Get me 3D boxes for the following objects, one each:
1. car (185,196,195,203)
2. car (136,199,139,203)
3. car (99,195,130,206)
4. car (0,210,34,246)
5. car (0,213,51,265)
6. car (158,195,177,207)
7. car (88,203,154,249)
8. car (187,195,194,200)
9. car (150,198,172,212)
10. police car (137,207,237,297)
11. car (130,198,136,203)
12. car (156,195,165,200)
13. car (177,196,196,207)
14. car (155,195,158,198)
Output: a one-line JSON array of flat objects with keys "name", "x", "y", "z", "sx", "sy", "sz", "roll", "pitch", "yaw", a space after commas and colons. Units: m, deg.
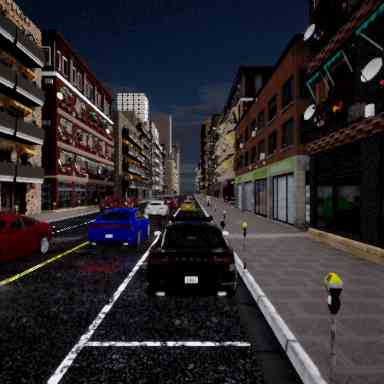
[{"name": "car", "x": -0.453, "y": 1.545, "z": 70.970, "sx": 2.008, "sy": 1.369, "sz": 4.403, "roll": 0, "pitch": 0, "yaw": 0}, {"name": "car", "x": -8.834, "y": 1.543, "z": 48.430, "sx": 1.887, "sy": 1.381, "sz": 4.507, "roll": 0, "pitch": 0, "yaw": 0}, {"name": "car", "x": -8.833, "y": 1.314, "z": 37.157, "sx": 2.192, "sy": 1.841, "sz": 5.009, "roll": 0, "pitch": 0, "yaw": 0}, {"name": "car", "x": -8.835, "y": 1.583, "z": 14.612, "sx": 1.802, "sy": 1.307, "sz": 4.206, "roll": 0, "pitch": 0, "yaw": 0}, {"name": "car", "x": -6.246, "y": 1.478, "z": 10.552, "sx": 1.882, "sy": 1.535, "sz": 5.008, "roll": 0, "pitch": 0, "yaw": 0}, {"name": "car", "x": -3.044, "y": 1.350, "z": 45.069, "sx": 2.097, "sy": 1.767, "sz": 4.553, "roll": 0, "pitch": 0, "yaw": 0}, {"name": "car", "x": -3.045, "y": 1.478, "z": 14.692, "sx": 1.882, "sy": 1.535, "sz": 5.008, "roll": 0, "pitch": 0, "yaw": 0}, {"name": "car", "x": -0.452, "y": 1.513, "z": 93.685, "sx": 1.752, "sy": 1.417, "sz": 4.829, "roll": 0, "pitch": 0, "yaw": 0}, {"name": "car", "x": -3.147, "y": 1.526, "z": 30.094, "sx": 1.812, "sy": 1.442, "sz": 4.674, "roll": 0, "pitch": 0, "yaw": 0}, {"name": "police car", "x": -0.011, "y": 1.425, "z": 8.759, "sx": 1.930, "sy": 1.638, "sz": 5.238, "roll": 0, "pitch": 0, "yaw": 0}, {"name": "car", "x": -8.834, "y": 1.439, "z": 42.793, "sx": 1.967, "sy": 1.590, "sz": 4.097, "roll": 0, "pitch": 0, "yaw": 0}, {"name": "car", "x": -8.834, "y": 1.539, "z": 93.519, "sx": 2.008, "sy": 1.369, "sz": 4.403, "roll": 0, "pitch": 0, "yaw": 0}, {"name": "car", "x": -0.454, "y": 1.525, "z": 37.323, "sx": 1.752, "sy": 1.417, "sz": 4.829, "roll": 0, "pitch": 0, "yaw": 0}, {"name": "car", "x": -8.834, "y": 1.541, "z": 87.882, "sx": 2.008, "sy": 1.369, "sz": 4.403, "roll": 0, "pitch": 0, "yaw": 0}]
